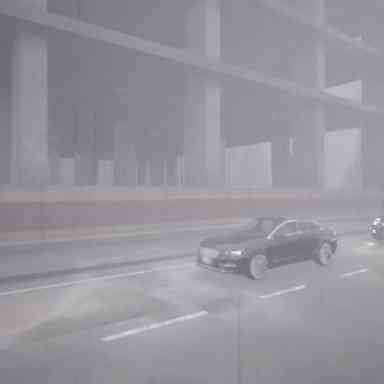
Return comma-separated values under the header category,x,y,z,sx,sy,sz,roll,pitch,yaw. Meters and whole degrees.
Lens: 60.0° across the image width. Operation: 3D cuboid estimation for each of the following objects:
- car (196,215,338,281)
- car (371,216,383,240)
category,x,y,z,sx,sy,sz,roll,pitch,yaw
car,2.379,1.483,9.941,4.902,1.511,2.128,0,0,-35
car,10.384,1.334,15.535,4.553,1.767,2.097,0,0,-35
